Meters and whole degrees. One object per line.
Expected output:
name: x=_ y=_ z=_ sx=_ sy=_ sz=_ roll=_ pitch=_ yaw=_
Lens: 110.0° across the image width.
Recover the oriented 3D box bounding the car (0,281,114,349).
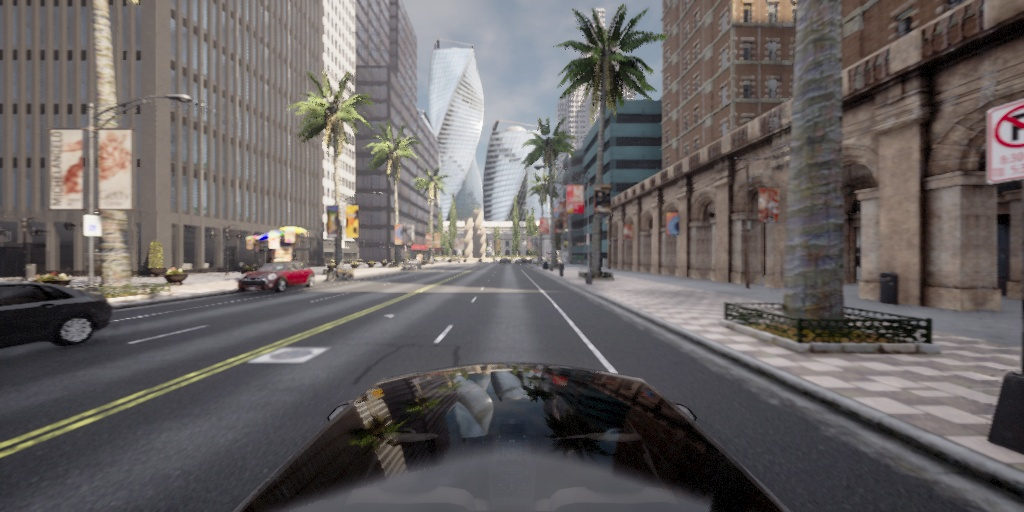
car: x=-10.594 y=1.255 z=6.595 sx=1.837 sy=1.490 sz=4.892 roll=0 pitch=0 yaw=0
